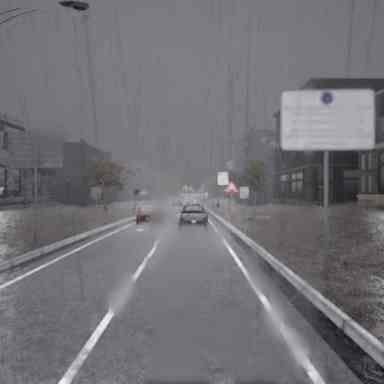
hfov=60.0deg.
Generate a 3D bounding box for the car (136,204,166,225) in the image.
[{"bbox_3d":[-3.094,1.655,25.705,1.882,1.535,5.008,0,-1,0],"label":"car"}]

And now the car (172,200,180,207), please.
[{"bbox_3d":[-3.011,2.379,67.295,1.994,1.385,4.181,0,-1,0],"label":"car"}]

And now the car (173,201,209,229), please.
[{"bbox_3d":[0.098,1.615,22.486,2.128,1.511,4.902,0,-1,0],"label":"car"}]

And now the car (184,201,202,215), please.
[{"bbox_3d":[0.096,1.920,40.798,2.128,1.511,4.902,0,-1,0],"label":"car"}]
